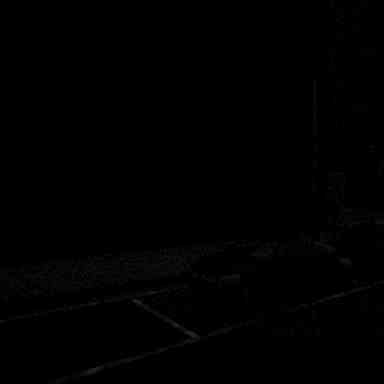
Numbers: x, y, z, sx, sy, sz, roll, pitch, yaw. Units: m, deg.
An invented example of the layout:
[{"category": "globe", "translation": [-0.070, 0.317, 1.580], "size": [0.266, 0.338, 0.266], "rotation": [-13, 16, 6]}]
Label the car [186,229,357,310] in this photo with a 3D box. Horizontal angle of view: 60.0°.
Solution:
[{"category": "car", "translation": [1.828, 1.638, 7.836], "size": [4.206, 1.307, 1.802], "rotation": [1, -1, -35]}]

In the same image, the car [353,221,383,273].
[{"category": "car", "translation": [6.266, 1.673, 11.001], "size": [4.313, 1.339, 1.947], "rotation": [1, -1, -35]}]
